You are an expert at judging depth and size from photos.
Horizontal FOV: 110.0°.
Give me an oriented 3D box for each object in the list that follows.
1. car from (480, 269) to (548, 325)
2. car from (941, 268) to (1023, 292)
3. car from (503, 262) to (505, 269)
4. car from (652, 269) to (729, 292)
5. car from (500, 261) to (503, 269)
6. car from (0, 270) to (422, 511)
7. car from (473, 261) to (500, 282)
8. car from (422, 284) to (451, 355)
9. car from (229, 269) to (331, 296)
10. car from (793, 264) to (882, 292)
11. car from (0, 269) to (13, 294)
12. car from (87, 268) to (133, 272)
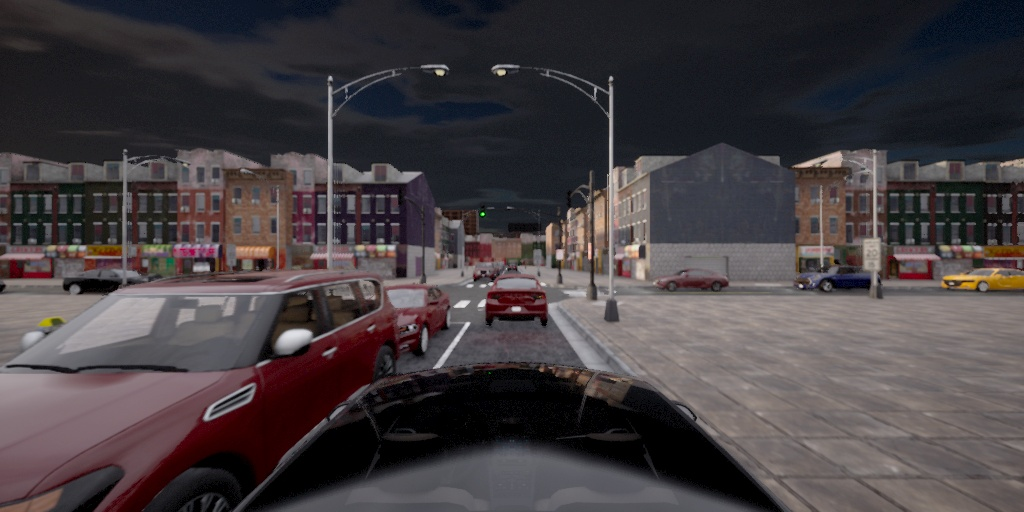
[{"bbox_3d":[0.177,1.366,12.499,1.882,1.535,5.008,0,-1,1],"label":"car"},{"bbox_3d":[31.508,1.550,23.647,5.008,1.535,1.882,0,0,0],"label":"car"},{"bbox_3d":[-2.636,2.115,62.449,2.007,1.370,4.403,0,0,0],"label":"car"},{"bbox_3d":[11.753,1.567,23.688,4.674,1.442,1.812,0,0,2],"label":"car"},{"bbox_3d":[-2.637,1.651,46.171,2.192,1.841,5.009,0,0,0],"label":"car"},{"bbox_3d":[-2.638,1.087,3.478,2.192,1.841,5.009,0,0,0],"label":"car"},{"bbox_3d":[-2.637,1.503,35.318,2.192,1.841,5.009,0,0,0],"label":"car"},{"bbox_3d":[-2.638,1.387,8.911,1.888,1.381,4.507,0,0,0],"label":"car"},{"bbox_3d":[-13.338,1.522,20.823,4.674,1.442,1.812,0,0,-1],"label":"car"},{"bbox_3d":[21.326,1.407,23.673,4.553,1.767,2.097,0,0,0],"label":"car"},{"bbox_3d":[-32.593,1.509,20.819,4.674,1.442,1.812,0,0,0],"label":"car"},{"bbox_3d":[-22.796,1.465,20.803,5.008,1.535,1.882,0,0,0],"label":"car"}]
